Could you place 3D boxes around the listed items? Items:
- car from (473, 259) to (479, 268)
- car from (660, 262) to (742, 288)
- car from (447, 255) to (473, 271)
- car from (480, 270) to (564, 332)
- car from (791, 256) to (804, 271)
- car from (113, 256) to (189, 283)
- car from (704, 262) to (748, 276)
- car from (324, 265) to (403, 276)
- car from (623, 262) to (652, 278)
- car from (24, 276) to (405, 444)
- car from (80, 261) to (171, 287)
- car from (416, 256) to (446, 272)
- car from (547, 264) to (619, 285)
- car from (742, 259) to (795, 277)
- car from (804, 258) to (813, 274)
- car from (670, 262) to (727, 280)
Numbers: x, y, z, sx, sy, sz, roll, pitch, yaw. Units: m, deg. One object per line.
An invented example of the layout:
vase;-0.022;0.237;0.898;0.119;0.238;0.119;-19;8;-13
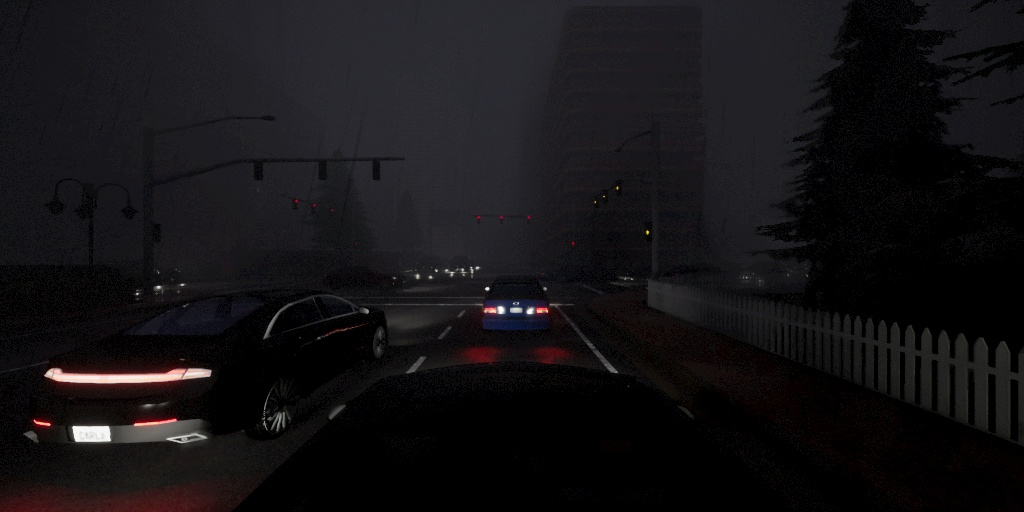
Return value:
car;-7.026;1.255;58.914;1.837;1.490;4.892;0;0;0
car;11.473;1.258;22.250;4.181;1.385;1.994;0;0;-9
car;-7.059;0.971;49.103;2.150;2.045;5.566;0;0;0
car;0.122;1.297;10.772;2.033;1.411;5.357;0;0;1
car;32.357;0.916;40.552;2.150;2.045;5.566;0;0;43
car;-25.722;1.046;24.773;4.553;1.767;2.097;0;0;0
car;22.055;1.295;36.938;4.718;1.301;1.895;0;0;-30
car;-8.785;1.258;21.381;4.674;1.442;1.812;0;0;0
car;13.154;1.242;33.374;5.357;1.411;2.033;0;0;-13
car;-3.427;1.242;5.359;2.128;1.511;4.902;0;0;0
car;-23.748;1.199;21.284;4.892;1.490;1.837;0;0;0
car;-10.530;0.971;45.944;2.150;2.045;5.566;0;0;2
car;4.560;1.255;25.040;5.357;1.411;2.033;-1;0;-2
car;24.368;1.242;34.225;5.357;1.411;2.033;0;0;-31
car;29.474;1.046;33.277;4.553;1.767;2.097;0;0;-34
car;15.888;1.258;30.549;4.181;1.385;1.994;0;0;-20
